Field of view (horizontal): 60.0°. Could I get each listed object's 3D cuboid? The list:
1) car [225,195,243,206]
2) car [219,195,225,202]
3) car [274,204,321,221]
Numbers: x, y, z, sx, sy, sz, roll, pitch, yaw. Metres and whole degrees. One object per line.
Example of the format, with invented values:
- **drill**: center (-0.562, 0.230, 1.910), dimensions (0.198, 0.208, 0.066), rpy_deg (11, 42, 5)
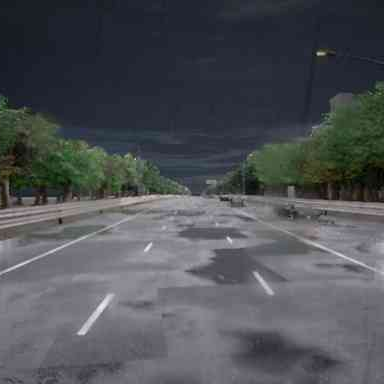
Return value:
- **car**: center (6.997, 1.411, 53.201), dimensions (2.128, 1.511, 4.902), rpy_deg (0, 0, 0)
- **car**: center (7.037, 1.401, 73.578), dimensions (1.882, 1.535, 5.008), rpy_deg (0, 0, 0)
- **car**: center (8.248, 1.572, 26.612), dimensions (1.895, 1.301, 4.718), rpy_deg (0, 0, -9)
